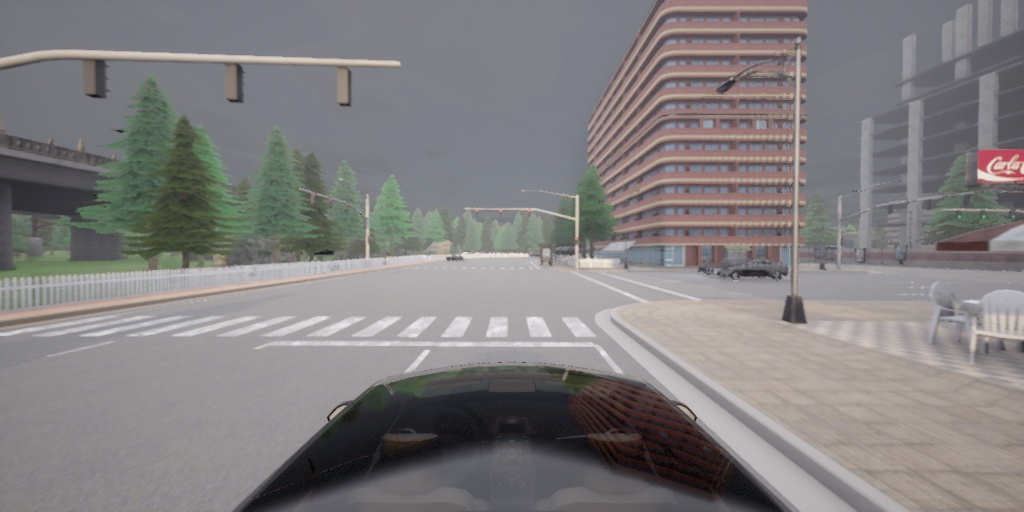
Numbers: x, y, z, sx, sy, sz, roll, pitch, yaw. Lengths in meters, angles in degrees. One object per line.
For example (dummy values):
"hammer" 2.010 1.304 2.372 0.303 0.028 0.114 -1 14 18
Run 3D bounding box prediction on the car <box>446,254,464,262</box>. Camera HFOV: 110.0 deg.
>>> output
"car" -9.954 0.340 62.637 1.895 1.301 4.718 0 1 9

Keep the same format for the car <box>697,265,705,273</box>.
"car" 18.432 0.970 29.812 5.357 1.411 2.033 0 1 1

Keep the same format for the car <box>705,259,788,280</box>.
"car" 17.430 0.966 26.324 4.902 1.511 2.128 0 1 1
